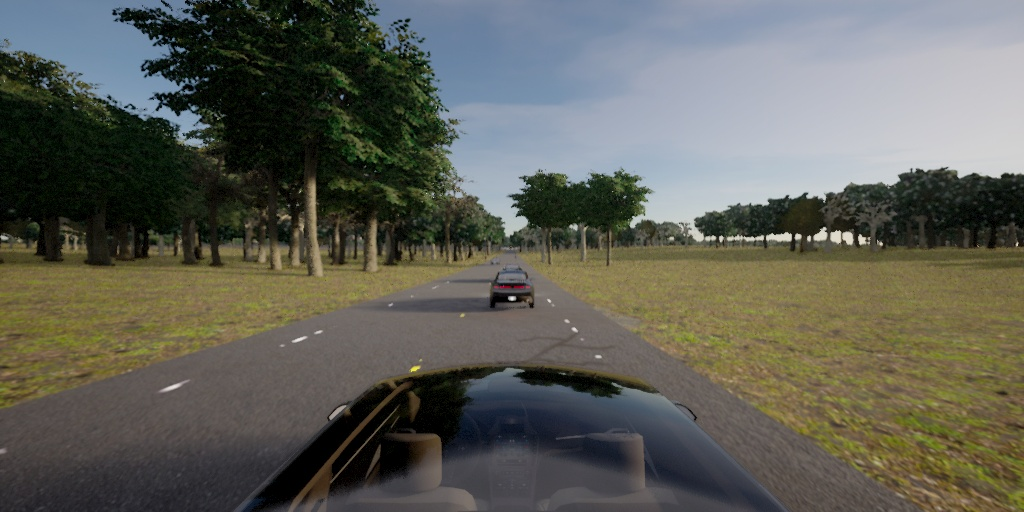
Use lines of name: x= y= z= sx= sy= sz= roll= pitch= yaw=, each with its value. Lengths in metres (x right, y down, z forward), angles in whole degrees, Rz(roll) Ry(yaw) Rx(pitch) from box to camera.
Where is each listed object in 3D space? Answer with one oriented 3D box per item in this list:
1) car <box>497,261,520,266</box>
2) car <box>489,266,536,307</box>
car: x=0.024 y=1.392 z=31.132 sx=2.128 sy=1.511 sz=4.902 roll=0 pitch=0 yaw=0
car: x=0.014 y=1.372 z=16.135 sx=1.837 sy=1.490 sz=4.892 roll=0 pitch=0 yaw=0
